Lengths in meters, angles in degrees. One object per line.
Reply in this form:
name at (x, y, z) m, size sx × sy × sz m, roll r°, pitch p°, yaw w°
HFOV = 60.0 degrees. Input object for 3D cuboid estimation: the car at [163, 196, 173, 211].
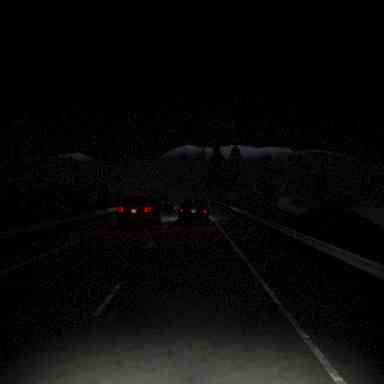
car at (-3.415, 1.294, 40.708) m, size 2.097 × 1.767 × 4.553 m, roll 0°, pitch 0°, yaw 0°

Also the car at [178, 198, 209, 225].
car at (0.092, 1.319, 24.137) m, size 2.097 × 1.767 × 4.553 m, roll 0°, pitch 0°, yaw 0°

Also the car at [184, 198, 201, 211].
car at (0.085, 1.488, 41.683) m, size 2.033 × 1.411 × 5.357 m, roll 0°, pitch 0°, yaw 0°

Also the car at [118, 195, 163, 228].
car at (-3.407, 1.193, 22.147) m, size 2.150 × 2.045 × 5.566 m, roll 0°, pitch 0°, yaw 0°
